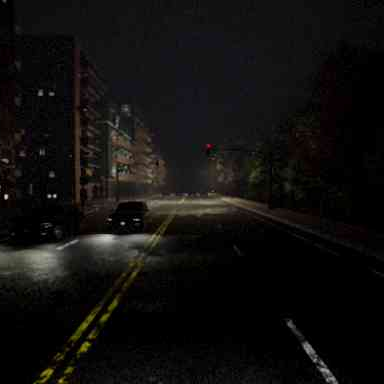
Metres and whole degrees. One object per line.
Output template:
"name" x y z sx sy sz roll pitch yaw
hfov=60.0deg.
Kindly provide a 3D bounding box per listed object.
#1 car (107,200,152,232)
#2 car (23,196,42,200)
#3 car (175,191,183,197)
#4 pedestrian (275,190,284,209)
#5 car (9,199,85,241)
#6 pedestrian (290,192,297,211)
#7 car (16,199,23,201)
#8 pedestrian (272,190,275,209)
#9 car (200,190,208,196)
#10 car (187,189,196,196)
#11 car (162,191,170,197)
"car" -3.343 1.263 18.501 1.837 1.490 4.892 0 0 0
"car" -22.800 1.240 46.543 4.206 1.307 1.802 -1 2 -1
"car" -3.271 0.411 83.937 1.882 1.535 5.008 0 1 0
"pedestrian" 8.380 0.730 31.525 0.375 1.860 0.375 0 1 0
"car" -6.598 1.270 15.705 1.882 1.535 5.008 0 1 0
"pedestrian" 9.754 0.864 32.127 0.375 1.860 0.375 0 1 0
"car" -22.680 1.093 37.890 5.009 1.841 2.192 -1 2 -1
"pedestrian" 7.997 0.716 32.725 0.375 1.860 0.375 0 1 0
"car" 3.229 0.368 88.505 1.837 1.490 4.892 0 1 0
"car" -0.022 0.095 88.116 2.150 2.045 5.566 0 1 0
"car" -6.521 0.473 83.938 2.033 1.411 5.357 0 1 0
